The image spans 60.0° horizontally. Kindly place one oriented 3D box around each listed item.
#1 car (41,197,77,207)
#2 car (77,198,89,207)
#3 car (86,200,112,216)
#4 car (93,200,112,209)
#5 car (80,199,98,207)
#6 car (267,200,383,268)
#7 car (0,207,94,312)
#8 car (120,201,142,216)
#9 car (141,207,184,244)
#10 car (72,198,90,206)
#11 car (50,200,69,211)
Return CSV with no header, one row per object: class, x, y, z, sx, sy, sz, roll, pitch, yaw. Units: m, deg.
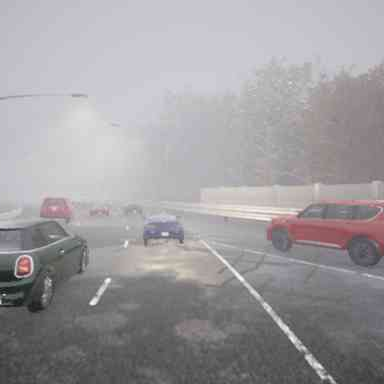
car,-10.975,1.414,27.239,2.150,2.045,5.566,0,-1,-16
car,-18.481,1.904,53.859,1.812,1.442,4.674,0,0,-29
car,-10.141,1.852,36.041,1.895,1.301,4.718,0,0,-20
car,-14.475,1.974,53.683,1.895,1.301,4.718,0,0,-29
car,-19.065,2.030,61.405,1.895,1.301,4.718,0,0,-34
car,5.253,1.298,11.985,2.150,2.045,5.566,0,0,-33
car,-3.948,1.409,7.915,2.097,1.767,4.553,0,0,-5
car,-6.707,1.757,36.707,1.837,1.490,4.892,0,0,-19
car,-1.490,1.638,16.463,1.812,1.442,4.674,0,0,-8
car,-21.913,1.893,65.593,1.812,1.442,4.674,0,0,-38
car,-19.070,1.886,47.772,2.033,1.411,5.357,0,0,-28
